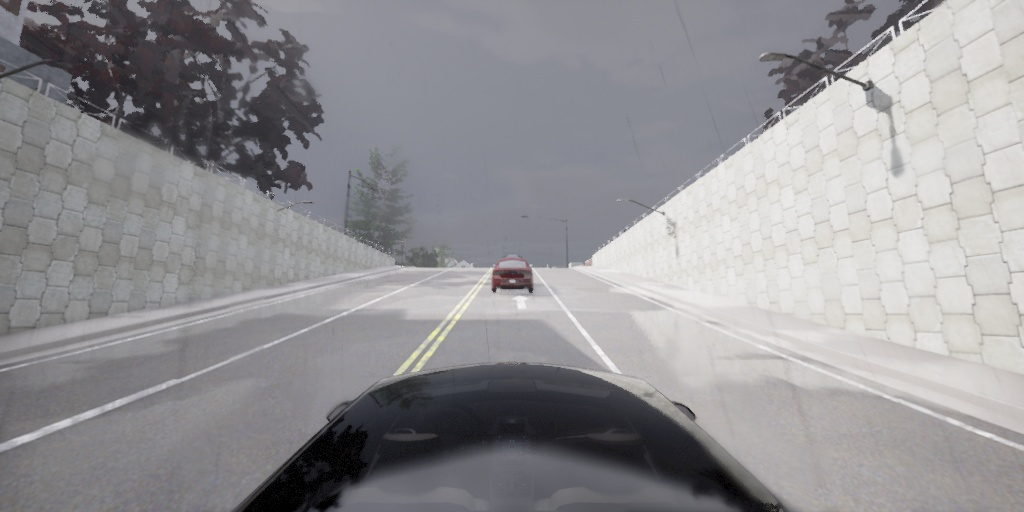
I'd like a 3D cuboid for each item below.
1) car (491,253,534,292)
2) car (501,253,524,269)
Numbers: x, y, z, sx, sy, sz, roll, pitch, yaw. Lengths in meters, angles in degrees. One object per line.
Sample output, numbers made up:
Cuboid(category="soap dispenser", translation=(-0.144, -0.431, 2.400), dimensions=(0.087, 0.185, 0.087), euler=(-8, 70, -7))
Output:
Cuboid(category="car", translation=(0.025, 0.827, 17.647), dimensions=(1.882, 1.535, 5.008), euler=(0, 2, 0))
Cuboid(category="car", translation=(0.053, 0.448, 33.053), dimensions=(1.994, 1.385, 4.181), euler=(0, -1, 0))
